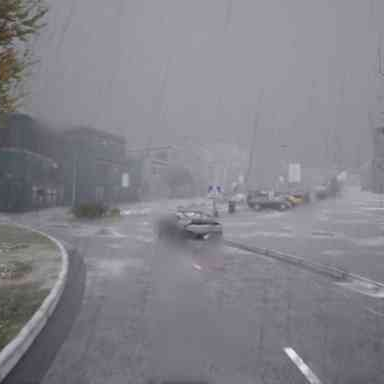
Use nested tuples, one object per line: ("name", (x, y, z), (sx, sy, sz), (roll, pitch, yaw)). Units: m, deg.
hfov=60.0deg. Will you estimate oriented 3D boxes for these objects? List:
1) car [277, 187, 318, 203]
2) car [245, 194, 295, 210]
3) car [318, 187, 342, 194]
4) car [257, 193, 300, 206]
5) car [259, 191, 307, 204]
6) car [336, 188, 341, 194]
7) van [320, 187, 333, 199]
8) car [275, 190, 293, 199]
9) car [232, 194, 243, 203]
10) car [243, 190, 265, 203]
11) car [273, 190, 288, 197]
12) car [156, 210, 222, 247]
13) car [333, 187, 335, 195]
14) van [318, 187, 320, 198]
("car", (15.096, 0.628, 49.227), (5.566, 2.045, 2.435), (0, 2, 10))
("car", (8.990, 1.293, 38.724), (4.892, 1.521, 2.231), (0, 2, 10))
("car", (33.508, -0.357, 80.818), (4.892, 1.521, 2.231), (0, 2, 10))
("car", (10.531, 1.229, 41.347), (4.674, 1.452, 2.002), (0, 2, 10))
("car", (11.879, 1.084, 44.008), (5.366, 1.575, 1.946), (0, 2, 10))
("car", (29.112, -0.056, 72.876), (5.366, 1.575, 1.946), (0, 2, 10))
("van", (24.439, 0.032, 64.991), (4.442, 1.987, 1.878), (0, 2, 10))
("car", (17.603, 0.470, 63.419), (2.128, 1.511, 4.902), (-1, 2, 30))
("car", (7.865, 1.003, 52.951), (1.812, 1.442, 4.674), (-1, 2, 30))
("car", (10.162, 0.699, 50.445), (2.150, 2.045, 5.566), (-1, 1, 30))
("car", (19.412, 0.246, 72.973), (1.994, 1.385, 4.181), (-1, 2, 30))
("car", (-0.275, 1.618, 15.613), (2.128, 1.511, 4.902), (3, -2, -22))
("car", (25.828, 0.030, 67.650), (4.553, 1.767, 2.185), (0, 2, 10))
("van", (18.075, 0.448, 54.505), (4.442, 1.987, 1.878), (0, 2, 10))
